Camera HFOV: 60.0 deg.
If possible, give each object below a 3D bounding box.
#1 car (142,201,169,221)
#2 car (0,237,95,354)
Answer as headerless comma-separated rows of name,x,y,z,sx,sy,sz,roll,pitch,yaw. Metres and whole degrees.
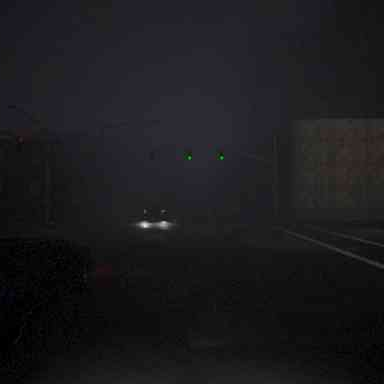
car,-3.346,1.663,31.218,2.097,1.767,4.553,0,2,0
car,-3.461,1.643,6.519,2.033,1.411,5.357,0,-1,0
